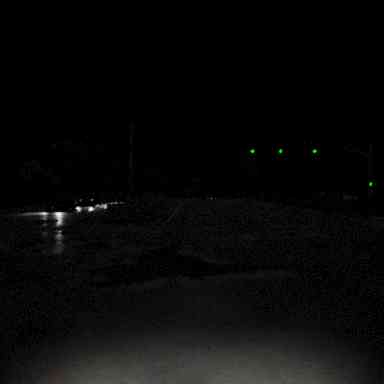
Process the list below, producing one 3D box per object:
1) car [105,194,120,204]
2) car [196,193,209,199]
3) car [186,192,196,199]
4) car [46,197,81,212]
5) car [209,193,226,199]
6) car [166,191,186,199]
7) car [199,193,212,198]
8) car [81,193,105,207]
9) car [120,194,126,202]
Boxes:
[{"bbox_3d":[-14.015,1.189,55.439,2.128,1.511,4.902,0,0,1],"label":"car"},{"bbox_3d":[2.017,1.046,89.858,2.033,1.411,5.357,0,0,-22],"label":"car"},{"bbox_3d":[-1.298,1.035,88.733,1.812,1.442,4.674,0,0,-22],"label":"car"},{"bbox_3d":[-14.083,1.308,36.018,1.837,1.490,4.892,0,0,0],"label":"car"},{"bbox_3d":[6.928,1.073,86.039,2.033,1.411,5.357,0,0,-18],"label":"car"},{"bbox_3d":[-4.241,0.748,86.596,2.150,2.045,5.566,0,0,-22],"label":"car"},{"bbox_3d":[3.811,1.008,95.052,1.812,1.442,4.674,0,0,-26],"label":"car"},{"bbox_3d":[-14.065,1.100,46.049,2.097,1.767,4.553,0,0,0],"label":"car"},{"bbox_3d":[-14.188,1.138,65.748,2.128,1.511,4.902,0,0,-3],"label":"car"}]
